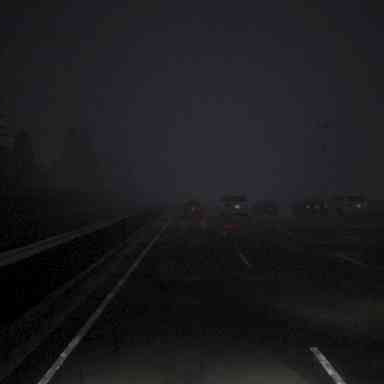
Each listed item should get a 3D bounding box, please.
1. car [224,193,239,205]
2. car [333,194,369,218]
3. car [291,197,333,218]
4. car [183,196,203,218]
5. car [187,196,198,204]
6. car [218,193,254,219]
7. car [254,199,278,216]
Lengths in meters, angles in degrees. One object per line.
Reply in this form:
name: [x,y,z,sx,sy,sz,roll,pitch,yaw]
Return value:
car: [7.080,1.213,60.492,2.150,2.045,5.566,0,0,0]
car: [14.087,1.219,30.785,2.150,2.045,5.566,0,0,0]
car: [10.591,1.349,30.251,2.097,1.767,4.553,0,0,0]
car: [0.089,1.453,30.297,1.801,1.575,5.366,0,0,0]
car: [0.078,1.556,64.907,1.994,1.385,4.181,0,0,0]
car: [3.587,1.219,29.046,2.150,2.045,5.566,0,0,0]
car: [7.089,1.474,32.852,1.882,1.535,5.008,0,0,0]
